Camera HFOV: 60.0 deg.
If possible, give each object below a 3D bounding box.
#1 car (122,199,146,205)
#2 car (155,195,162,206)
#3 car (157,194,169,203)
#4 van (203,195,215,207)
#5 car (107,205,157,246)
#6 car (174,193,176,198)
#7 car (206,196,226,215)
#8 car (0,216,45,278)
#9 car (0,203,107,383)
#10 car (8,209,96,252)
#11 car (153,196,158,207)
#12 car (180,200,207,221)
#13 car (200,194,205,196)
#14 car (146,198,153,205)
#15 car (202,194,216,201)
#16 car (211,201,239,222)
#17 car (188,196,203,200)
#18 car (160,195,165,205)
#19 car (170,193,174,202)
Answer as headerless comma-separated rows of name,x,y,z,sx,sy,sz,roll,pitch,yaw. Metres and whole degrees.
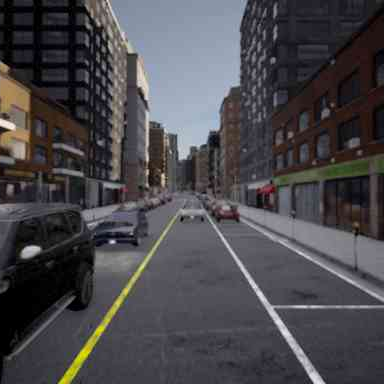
car,-5.864,1.571,31.407,2.008,1.369,4.403,1,0,0
car,-5.861,1.549,47.995,1.752,1.417,4.829,1,0,0
car,-5.857,1.340,59.337,2.192,1.841,5.009,1,0,0
van,2.674,1.365,53.751,1.690,1.788,3.998,1,0,0
car,-3.089,1.560,15.595,2.033,1.411,5.357,0,0,0
car,-5.854,1.334,81.680,2.192,1.841,5.009,1,0,0
car,2.675,1.460,31.408,1.967,1.590,4.097,1,0,0
car,-5.867,1.533,8.894,1.752,1.417,4.829,1,0,0
car,-3.089,1.226,4.909,2.150,2.045,5.566,0,0,0
car,-5.866,1.563,14.650,2.008,1.369,4.403,1,0,0
car,-5.862,1.589,42.579,1.947,1.339,4.313,1,0,0
car,0.025,1.620,27.489,1.895,1.301,4.718,0,0,1
car,2.675,1.339,48.165,2.192,1.841,5.009,1,0,0
car,-5.863,1.588,36.993,1.947,1.339,4.313,1,0,0
car,2.674,1.463,42.579,1.967,1.590,4.097,1,0,0
car,2.674,1.600,25.822,1.802,1.307,4.206,1,0,0
car,0.071,1.588,43.595,1.994,1.385,4.181,0,0,0
car,-5.861,1.607,53.751,1.802,1.307,4.206,1,0,0
car,-5.854,1.336,76.094,2.192,1.841,5.009,1,0,0
